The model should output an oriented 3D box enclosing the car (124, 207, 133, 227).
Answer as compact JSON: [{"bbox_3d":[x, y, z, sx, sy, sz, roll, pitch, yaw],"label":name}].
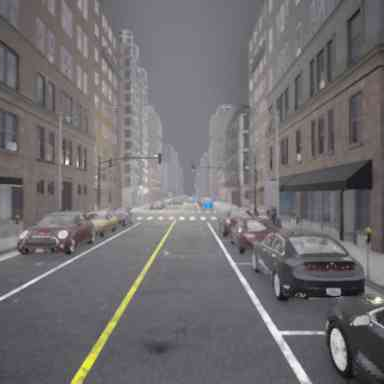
[{"bbox_3d":[-5.471,1.788,24.860,2.008,1.369,4.403,0,-1,0],"label":"car"}]

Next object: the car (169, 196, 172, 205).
[{"bbox_3d":[-5.643,2.212,74.497,1.752,1.417,4.829,0,-1,0],"label":"car"}]

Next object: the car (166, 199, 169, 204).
[{"bbox_3d":[-5.584,2.081,57.621,1.887,1.381,4.507,0,-1,0],"label":"car"}]

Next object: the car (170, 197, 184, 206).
[{"bbox_3d":[-2.990,2.198,70.216,1.994,1.385,4.181,0,-1,0],"label":"car"}]

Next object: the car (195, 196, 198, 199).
[{"bbox_3d":[2.362,2.040,80.384,2.192,1.841,5.009,0,0,0],"label":"car"}]

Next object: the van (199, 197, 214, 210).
[{"bbox_3d":[2.460,1.814,51.978,1.690,1.788,3.998,0,-1,0],"label":"van"}]

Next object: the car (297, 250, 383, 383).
[{"bbox_3d":[2.630,1.574,2.822,2.008,1.369,4.403,0,-1,0],"label":"car"}]

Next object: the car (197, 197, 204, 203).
[{"bbox_3d":[2.323,2.261,91.745,1.967,1.590,4.097,0,0,0],"label":"car"}]

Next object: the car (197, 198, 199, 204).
[{"bbox_3d":[2.421,2.158,63.338,1.802,1.307,4.206,0,-1,0],"label":"car"}]

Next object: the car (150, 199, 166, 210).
[{"bbox_3d":[-5.565,2.035,51.940,2.008,1.369,4.403,0,-1,0],"label":"car"}]

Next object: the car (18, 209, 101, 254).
[{"bbox_3d":[-5.433,1.576,13.825,1.967,1.590,4.097,0,-1,0],"label":"car"}]

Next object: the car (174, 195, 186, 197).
[{"bbox_3d":[-3.048,2.006,86.664,1.882,1.535,5.008,0,0,0],"label":"car"}]

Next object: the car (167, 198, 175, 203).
[{"bbox_3d":[-5.702,2.398,91.711,1.947,1.339,4.313,0,0,0],"label":"car"}]

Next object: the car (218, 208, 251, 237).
[{"bbox_3d":[2.573,1.616,19.379,1.967,1.590,4.097,0,-1,0],"label":"car"}]

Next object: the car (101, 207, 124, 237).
[{"bbox_3d":[-5.451,1.710,19.171,1.752,1.417,4.829,0,-1,0],"label":"car"}]

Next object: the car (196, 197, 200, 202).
[{"bbox_3d":[2.382,2.259,74.700,1.802,1.307,4.206,0,0,0],"label":"car"}]

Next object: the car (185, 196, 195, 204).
[{"bbox_3d":[-0.280,2.270,81.679,2.033,1.411,5.357,0,0,0],"label":"car"}]

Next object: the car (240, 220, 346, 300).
[{"bbox_3d":[2.611,1.625,8.340,2.008,1.369,4.403,0,-1,0],"label":"car"}]

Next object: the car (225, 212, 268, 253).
[{"bbox_3d":[2.592,1.707,13.859,1.802,1.307,4.206,0,-1,0],"label":"car"}]
